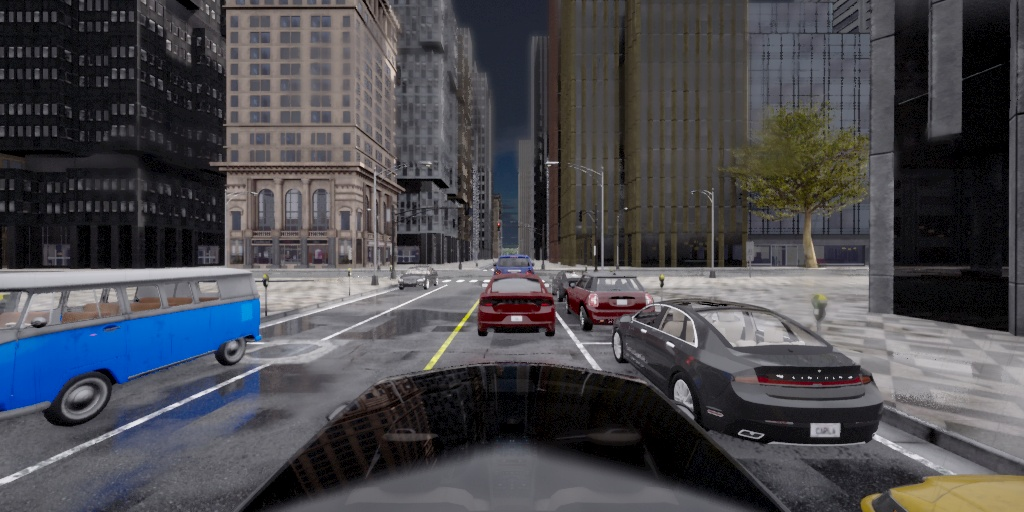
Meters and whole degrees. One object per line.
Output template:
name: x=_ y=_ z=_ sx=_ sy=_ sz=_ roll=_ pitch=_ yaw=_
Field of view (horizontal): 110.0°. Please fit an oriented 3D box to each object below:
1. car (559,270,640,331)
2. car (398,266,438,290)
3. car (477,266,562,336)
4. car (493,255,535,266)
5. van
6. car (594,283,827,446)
car: x=2.781 y=1.188 z=10.989 sx=1.967 sy=1.591 sz=4.097 roll=0 pitch=0 yaw=0
car: x=-5.724 y=1.296 z=22.285 sx=2.007 sy=1.370 sz=4.403 roll=0 pitch=0 yaw=0
car: x=0.109 y=1.226 z=10.375 sx=1.882 sy=1.535 sz=5.008 roll=0 pitch=0 yaw=0
car: x=0.110 y=0.967 z=20.259 sx=2.150 sy=2.045 sz=5.566 roll=0 pitch=0 yaw=0
van: x=-5.755 y=1.090 z=5.362 sx=1.690 sy=1.789 sz=3.998 roll=0 pitch=0 yaw=0
car: x=2.770 y=1.300 z=5.347 sx=2.007 sy=1.370 sz=4.403 roll=0 pitch=0 yaw=0
